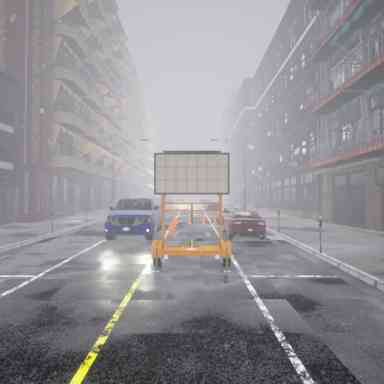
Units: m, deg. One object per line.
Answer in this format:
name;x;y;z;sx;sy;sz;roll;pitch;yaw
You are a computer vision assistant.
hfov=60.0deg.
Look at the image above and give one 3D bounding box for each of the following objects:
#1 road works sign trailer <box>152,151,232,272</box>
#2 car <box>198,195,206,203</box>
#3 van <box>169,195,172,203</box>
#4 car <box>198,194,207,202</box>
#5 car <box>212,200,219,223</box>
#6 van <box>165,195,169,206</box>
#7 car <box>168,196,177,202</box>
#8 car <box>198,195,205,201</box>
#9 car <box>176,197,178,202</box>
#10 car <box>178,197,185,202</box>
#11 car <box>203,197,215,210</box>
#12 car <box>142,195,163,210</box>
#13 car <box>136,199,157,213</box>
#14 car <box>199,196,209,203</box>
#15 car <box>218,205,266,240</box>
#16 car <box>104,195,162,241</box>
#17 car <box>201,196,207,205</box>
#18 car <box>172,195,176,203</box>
road works sign trailer;-0.002;0.474;10.752;2.380;3.560;2.880;0;0;0
car;2.633;1.680;61.315;1.887;1.381;4.507;1;0;0
van;-5.243;1.477;61.384;1.690;1.788;3.998;1;0;0
car;2.622;1.546;83.439;2.192;1.841;5.009;1;0;0
car;2.602;1.553;22.771;1.752;1.417;4.829;1;0;0
van;-5.246;1.456;55.852;1.690;1.788;3.998;2;0;0
car;-5.226;1.825;89.036;1.947;1.339;4.313;1;0;0
car;2.627;1.729;94.502;1.967;1.590;4.097;1;0;0
car;-5.229;1.521;77.974;2.192;1.841;5.009;1;0;0
car;-2.685;1.781;80.463;1.994;1.385;4.181;0;0;0
car;2.615;1.611;39.191;1.887;1.381;4.507;1;0;0
car;-5.255;1.396;44.793;2.192;1.841;5.009;2;0;0
car;-5.265;1.591;39.091;1.752;1.417;4.829;2;0;0
car;2.652;1.621;72.377;1.967;1.590;4.097;1;0;0
car;2.597;1.563;17.069;1.887;1.381;4.507;1;0;0
car;-2.836;1.240;17.075;2.150;2.045;5.566;0;0;0
car;2.619;1.632;44.723;2.008;1.369;4.403;1;0;0
car;-5.233;1.497;72.444;2.192;1.841;5.009;1;0;0
